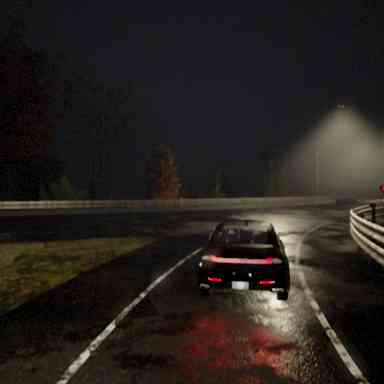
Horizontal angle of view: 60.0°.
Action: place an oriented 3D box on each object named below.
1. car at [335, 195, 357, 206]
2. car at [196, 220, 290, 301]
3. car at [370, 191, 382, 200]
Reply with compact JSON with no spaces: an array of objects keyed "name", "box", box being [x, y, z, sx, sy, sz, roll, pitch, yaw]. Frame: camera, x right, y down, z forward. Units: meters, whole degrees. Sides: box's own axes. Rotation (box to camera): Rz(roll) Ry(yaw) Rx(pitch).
[{"name":"car","box":[22.828,1.278,49.135,1.994,1.385,4.181,0,0,44]},{"name":"car","box":[1.343,1.443,8.323,2.128,1.511,4.902,0,0,11]},{"name":"car","box":[42.849,0.773,77.502,2.150,2.045,5.566,0,0,26]}]
